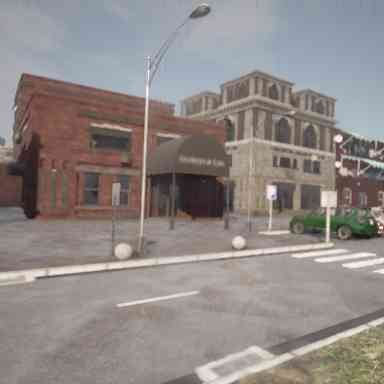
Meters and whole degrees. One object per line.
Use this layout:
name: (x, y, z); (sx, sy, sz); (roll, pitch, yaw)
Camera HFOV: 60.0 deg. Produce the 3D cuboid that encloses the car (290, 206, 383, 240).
car: (9.206, 1.950, 22.075); (2.435, 2.045, 5.566); (2, -1, -35)
